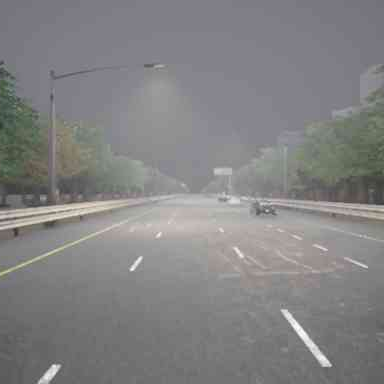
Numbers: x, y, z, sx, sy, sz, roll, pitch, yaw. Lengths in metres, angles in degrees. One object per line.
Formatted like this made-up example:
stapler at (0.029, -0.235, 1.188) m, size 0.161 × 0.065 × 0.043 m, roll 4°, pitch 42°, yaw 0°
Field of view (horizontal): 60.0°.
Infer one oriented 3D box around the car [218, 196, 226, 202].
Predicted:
car at (7.328, 1.712, 80.527) m, size 1.882 × 1.535 × 5.008 m, roll 0°, pitch 0°, yaw 1°

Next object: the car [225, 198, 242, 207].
car at (7.154, 1.684, 56.065) m, size 1.812 × 1.442 × 4.674 m, roll 0°, pitch 0°, yaw 0°

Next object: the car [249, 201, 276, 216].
car at (7.049, 1.609, 33.289) m, size 1.812 × 1.442 × 4.674 m, roll 0°, pitch 0°, yaw 0°
